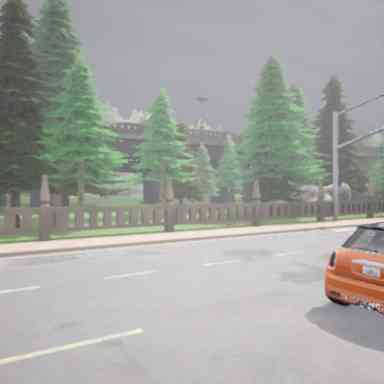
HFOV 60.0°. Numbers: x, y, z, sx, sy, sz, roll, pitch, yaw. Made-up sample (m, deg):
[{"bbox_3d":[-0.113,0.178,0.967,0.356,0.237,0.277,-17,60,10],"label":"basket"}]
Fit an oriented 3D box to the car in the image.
[{"bbox_3d":[4.824,1.342,6.603,4.553,1.767,2.097,0,0,-30],"label":"car"}]
